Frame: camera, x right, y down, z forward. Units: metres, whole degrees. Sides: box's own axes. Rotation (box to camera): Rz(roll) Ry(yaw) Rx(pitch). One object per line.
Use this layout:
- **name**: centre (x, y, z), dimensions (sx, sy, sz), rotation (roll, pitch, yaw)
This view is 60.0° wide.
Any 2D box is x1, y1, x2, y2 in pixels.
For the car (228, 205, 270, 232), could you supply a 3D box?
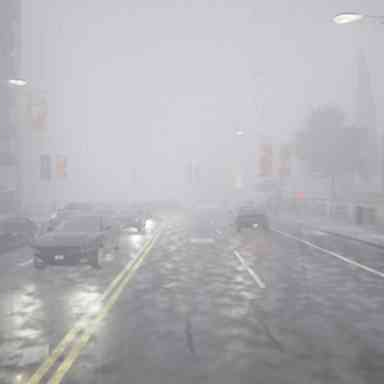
- **car**: centre (3.388, 1.548, 20.300), dimensions (1.837, 1.490, 4.892), rotation (0, 0, -1)

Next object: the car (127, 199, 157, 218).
- **car**: centre (-4.769, 1.584, 31.220), dimensions (2.128, 1.511, 4.902), rotation (0, 0, -11)

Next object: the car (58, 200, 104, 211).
- **car**: centre (-7.424, 1.427, 21.533), dimensions (2.097, 1.767, 4.553), rotation (0, 0, -2)

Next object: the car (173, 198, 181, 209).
- **car**: centre (-3.424, 1.622, 47.187), dimensions (2.128, 1.511, 4.902), rotation (0, 0, -32)

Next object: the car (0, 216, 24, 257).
- **car**: centre (-7.209, 1.598, 12.320), dimensions (2.033, 1.411, 5.357), rotation (0, 0, -1)

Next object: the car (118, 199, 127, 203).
- **car**: centre (-10.100, 1.757, 50.710), dimensions (1.895, 1.301, 4.718), rotation (0, 0, -44)

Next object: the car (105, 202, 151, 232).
- **car**: centre (-3.889, 1.590, 20.828), dimensions (1.812, 1.442, 4.674), rotation (0, 0, -2)

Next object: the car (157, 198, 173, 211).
- **car**: centre (-4.607, 1.647, 42.403), dimensions (1.812, 1.442, 4.674), rotation (0, 0, -29)

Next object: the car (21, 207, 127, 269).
- **car**: centre (-3.705, 1.517, 11.551), dimensions (1.882, 1.535, 5.008), rotation (0, 0, -2)

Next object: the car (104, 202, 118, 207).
- **car**: centre (-8.474, 1.652, 31.884), dimensions (2.033, 1.411, 5.357), rotation (0, 0, -14)
